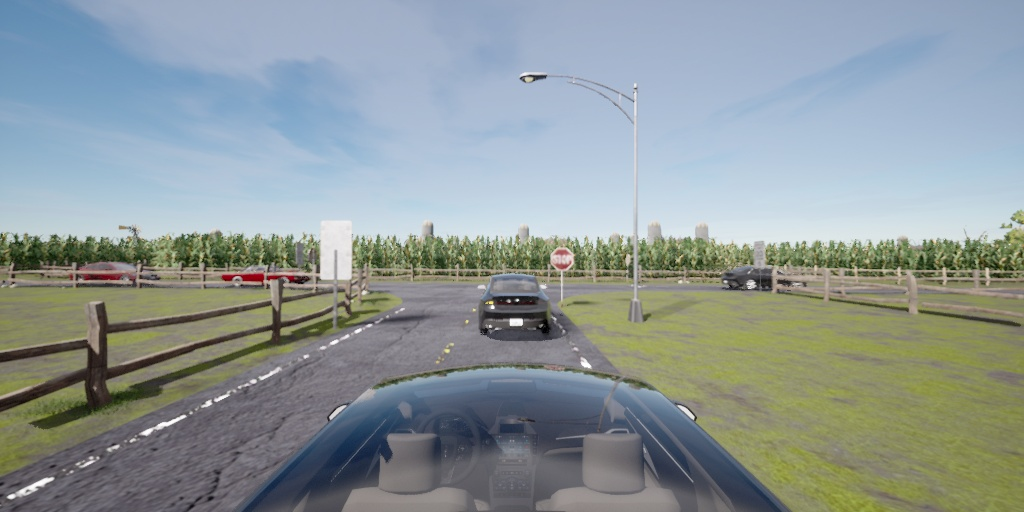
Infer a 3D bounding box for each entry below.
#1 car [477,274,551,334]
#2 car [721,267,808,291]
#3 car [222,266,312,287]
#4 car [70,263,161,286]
[{"bbox_3d":[0.019,1.284,10.743,1.837,1.490,4.892,0,0,-2],"label":"car"},{"bbox_3d":[16.059,1.431,22.902,4.892,1.490,1.837,0,-1,0],"label":"car"},{"bbox_3d":[-15.577,1.290,22.998,4.718,1.301,1.895,0,-1,0],"label":"car"},{"bbox_3d":[-25.417,1.150,23.033,4.674,1.442,1.812,1,-1,0],"label":"car"}]
